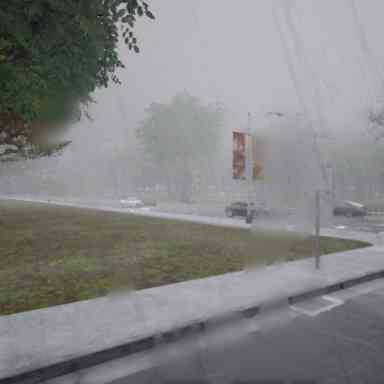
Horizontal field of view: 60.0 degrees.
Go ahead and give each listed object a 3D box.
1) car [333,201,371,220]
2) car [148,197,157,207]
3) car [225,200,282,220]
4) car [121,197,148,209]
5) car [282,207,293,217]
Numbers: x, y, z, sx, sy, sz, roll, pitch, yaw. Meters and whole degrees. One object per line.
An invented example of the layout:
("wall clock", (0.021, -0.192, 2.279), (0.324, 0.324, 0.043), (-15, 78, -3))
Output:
("car", (12.589, 1.492, 28.252), (1.812, 1.442, 4.674), (0, 0, -36))
("car", (-6.975, 1.462, 49.842), (1.837, 1.490, 4.892), (0, 0, -35))
("car", (4.756, 1.479, 27.665), (1.837, 1.490, 4.892), (0, 0, -35))
("car", (-8.398, 1.488, 46.208), (1.812, 1.442, 4.674), (0, 0, -35))
("car", (6.784, 1.569, 30.420), (1.895, 1.301, 4.718), (0, 0, -35))
